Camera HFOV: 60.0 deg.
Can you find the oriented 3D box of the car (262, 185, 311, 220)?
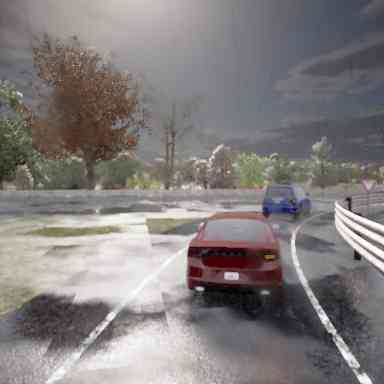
[{"bbox_3d":[6.136,0.588,21.330,2.150,2.045,5.566,1,2,28],"label":"car"}]

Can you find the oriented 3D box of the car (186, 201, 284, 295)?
[{"bbox_3d":[1.128,1.229,8.198,1.882,1.535,5.008,0,2,10],"label":"car"}]
